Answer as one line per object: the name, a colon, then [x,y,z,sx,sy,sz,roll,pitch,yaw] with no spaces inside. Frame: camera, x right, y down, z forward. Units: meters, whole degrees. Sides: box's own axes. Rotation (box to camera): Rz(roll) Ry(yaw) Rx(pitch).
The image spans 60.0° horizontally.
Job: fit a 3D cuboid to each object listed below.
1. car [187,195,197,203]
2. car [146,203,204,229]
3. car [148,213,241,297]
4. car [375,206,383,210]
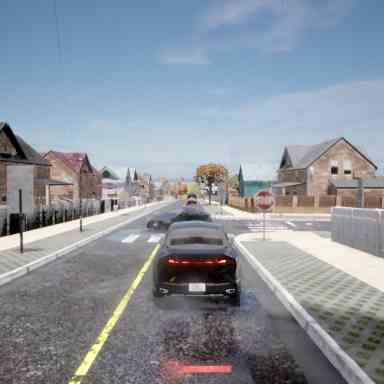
car: [-0.057,1.851,65.885,1.895,1.301,4.718,0,0,0]
car: [-0.684,1.617,19.747,1.994,1.385,4.181,0,0,43]
car: [0.109,1.504,8.531,1.837,1.490,4.892,0,0,0]
car: [13.876,1.554,22.576,4.892,1.490,1.837,1,2,9]
